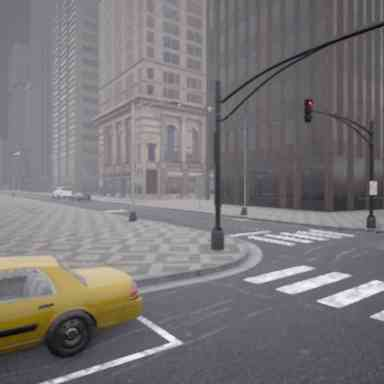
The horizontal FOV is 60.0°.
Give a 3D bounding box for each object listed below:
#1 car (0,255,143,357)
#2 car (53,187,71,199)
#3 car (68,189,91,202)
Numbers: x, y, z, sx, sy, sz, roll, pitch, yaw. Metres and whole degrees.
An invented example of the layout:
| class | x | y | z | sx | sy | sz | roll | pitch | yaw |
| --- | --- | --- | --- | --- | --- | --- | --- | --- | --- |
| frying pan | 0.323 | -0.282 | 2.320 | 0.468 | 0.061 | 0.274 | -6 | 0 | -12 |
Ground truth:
| class | x | y | z | sx | sy | sz | roll | pitch | yaw |
| --- | --- | --- | --- | --- | --- | --- | --- | --- | --- |
| car | -3.061 | 1.526 | 4.466 | 4.829 | 1.417 | 1.752 | 0 | 0 | -35 |
| car | -21.741 | 0.146 | 55.897 | 2.150 | 2.045 | 5.566 | 0 | 1 | -36 |
| car | -15.921 | 0.632 | 47.859 | 1.812 | 1.442 | 4.674 | 0 | 1 | -35 |
